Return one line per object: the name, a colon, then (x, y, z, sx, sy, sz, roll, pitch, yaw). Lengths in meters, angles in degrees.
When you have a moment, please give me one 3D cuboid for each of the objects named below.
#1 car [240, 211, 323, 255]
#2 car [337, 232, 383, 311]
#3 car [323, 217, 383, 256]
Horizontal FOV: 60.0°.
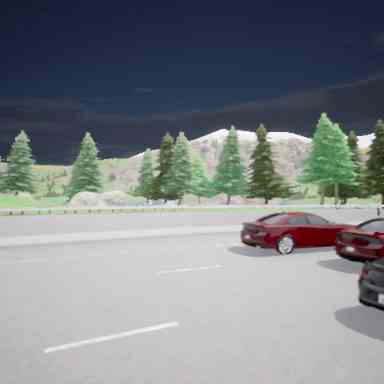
car: (4.347, 1.522, 13.358, 5.008, 1.535, 1.882, 0, 0, -22)
car: (5.200, 1.556, 6.158, 4.674, 1.442, 1.812, 0, 0, -23)
car: (6.923, 1.524, 10.622, 5.008, 1.535, 1.882, 0, 0, -21)
